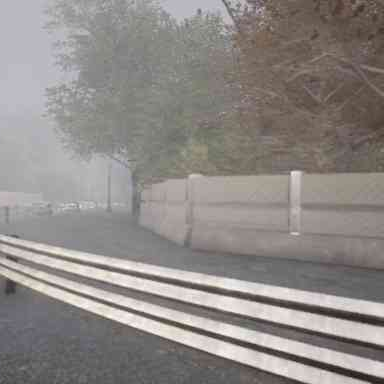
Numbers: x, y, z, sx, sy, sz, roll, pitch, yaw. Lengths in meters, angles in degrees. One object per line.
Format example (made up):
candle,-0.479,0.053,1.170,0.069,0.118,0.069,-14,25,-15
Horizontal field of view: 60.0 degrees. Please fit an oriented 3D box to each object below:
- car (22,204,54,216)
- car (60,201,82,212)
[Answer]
car,-18.403,2.110,39.781,2.033,1.411,5.357,1,-1,-1
car,-18.614,2.157,51.287,2.097,1.767,4.553,1,-1,-1
